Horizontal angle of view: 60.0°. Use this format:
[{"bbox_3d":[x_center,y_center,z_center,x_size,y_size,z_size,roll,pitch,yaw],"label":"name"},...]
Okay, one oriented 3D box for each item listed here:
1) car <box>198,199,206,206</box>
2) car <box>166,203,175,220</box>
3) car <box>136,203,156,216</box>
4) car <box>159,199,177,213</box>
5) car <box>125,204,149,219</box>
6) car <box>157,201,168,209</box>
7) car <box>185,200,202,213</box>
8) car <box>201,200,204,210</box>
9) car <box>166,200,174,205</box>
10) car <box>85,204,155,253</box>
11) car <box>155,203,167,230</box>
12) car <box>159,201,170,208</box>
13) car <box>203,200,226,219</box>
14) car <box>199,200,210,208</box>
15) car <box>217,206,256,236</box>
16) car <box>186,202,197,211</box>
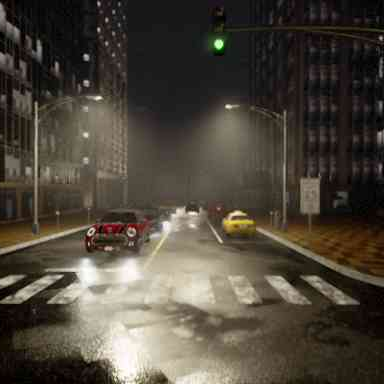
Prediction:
[{"bbox_3d":[2.572,2.671,87.111,1.967,1.590,4.097,-1,-1,0],"label":"car"},{"bbox_3d":[-3.106,2.101,34.144,1.895,1.301,4.718,0,-1,0],"label":"car"},{"bbox_3d":[-5.719,2.160,41.771,1.947,1.339,4.313,-1,-1,0],"label":"car"},{"bbox_3d":[-3.074,2.121,44.621,1.882,1.535,5.008,0,-1,0],"label":"car"},{"bbox_3d":[-5.881,2.082,36.097,1.947,1.339,4.313,-1,-1,0],"label":"car"},{"bbox_3d":[-5.746,2.484,64.464,1.802,1.307,4.206,-1,-1,0],"label":"car"},{"bbox_3d":[0.044,2.249,46.739,1.994,1.385,4.181,0,-1,0],"label":"car"},{"bbox_3d":[2.615,2.347,53.066,1.947,1.339,4.313,-1,-1,0],"label":"car"},{"bbox_3d":[-5.792,2.721,86.989,1.752,1.417,4.829,-1,-1,0],"label":"car"},{"bbox_3d":[-3.128,1.581,14.842,2.097,1.767,4.553,0,-1,0],"label":"car"},{"bbox_3d":[-3.118,1.839,24.136,1.882,1.535,5.008,0,-1,0],"label":"car"},{"bbox_3d":[-5.753,2.544,70.137,1.947,1.339,4.313,-1,-1,0],"label":"car"},{"bbox_3d":[2.672,1.858,35.561,2.192,1.841,5.009,-1,-1,0],"label":"car"},{"bbox_3d":[2.593,2.451,70.089,1.967,1.590,4.097,-1,-1,0],"label":"car"},{"bbox_3d":[2.784,1.859,20.479,1.752,1.417,4.829,-1,-1,0],"label":"car"},{"bbox_3d":[-0.062,2.422,56.825,1.895,1.301,4.718,0,-1,0],"label":"car"}]
